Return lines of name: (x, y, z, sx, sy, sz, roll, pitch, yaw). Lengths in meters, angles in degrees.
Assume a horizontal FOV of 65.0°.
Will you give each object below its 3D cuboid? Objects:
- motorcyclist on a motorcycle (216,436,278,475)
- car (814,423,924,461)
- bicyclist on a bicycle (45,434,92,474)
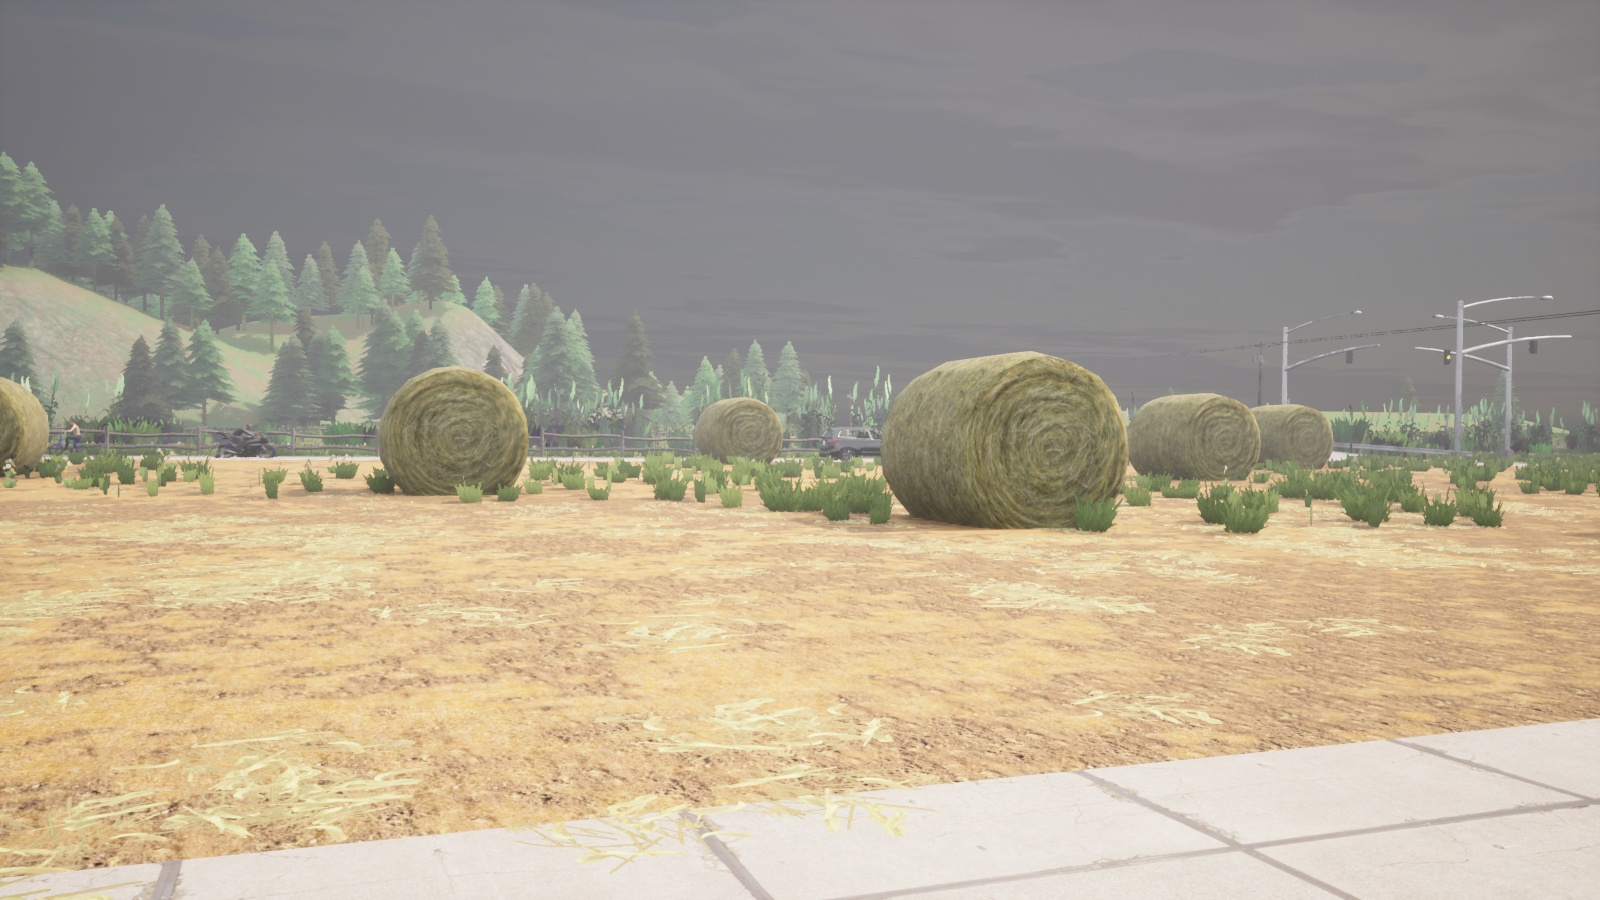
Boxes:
motorcyclist on a motorcycle: (-22.394, 0.192, 50.868, 2.191, 1.530, 0.866, -1, 1, -17)
car: (3.201, -0.400, 58.616, 4.611, 1.667, 2.242, -1, 1, -17)
bicyclist on a bicycle: (-30.344, 0.155, 52.110, 1.509, 1.612, 0.866, 0, 1, -17)
